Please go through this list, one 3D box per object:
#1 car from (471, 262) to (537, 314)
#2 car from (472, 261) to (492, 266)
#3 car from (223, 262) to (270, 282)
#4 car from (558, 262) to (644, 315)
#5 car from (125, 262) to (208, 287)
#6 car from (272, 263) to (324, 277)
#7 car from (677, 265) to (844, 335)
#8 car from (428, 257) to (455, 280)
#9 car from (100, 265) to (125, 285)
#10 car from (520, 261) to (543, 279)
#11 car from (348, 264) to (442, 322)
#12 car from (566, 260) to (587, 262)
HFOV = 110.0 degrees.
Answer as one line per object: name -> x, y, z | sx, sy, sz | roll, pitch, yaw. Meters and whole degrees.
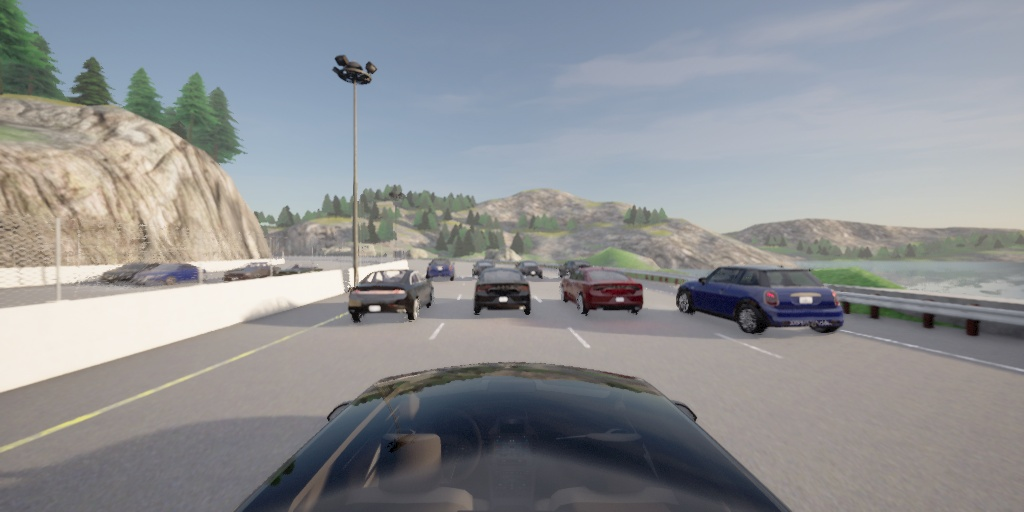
car -> -0.423, 1.158, 13.415 | 1.882, 1.535, 5.008 | 0, 0, -4
car -> -2.289, 1.111, 29.849 | 1.812, 1.442, 4.674 | 0, 0, -9
car -> -19.826, 1.187, 27.814 | 2.033, 1.411, 5.357 | 0, 0, -9
car -> 3.093, 1.150, 13.267 | 1.882, 1.535, 5.008 | 0, 0, -4
car -> -22.857, 1.195, 24.281 | 1.812, 1.442, 4.674 | 0, 0, -8
car -> -16.265, 1.233, 27.638 | 1.895, 1.301, 4.718 | 0, 0, -9
car -> 6.758, 1.032, 10.476 | 2.097, 1.767, 4.553 | 0, 0, -2
car -> -5.657, 0.952, 28.727 | 2.097, 1.767, 4.553 | 0, 0, -8
car -> -26.618, 1.174, 25.820 | 1.837, 1.490, 4.892 | 0, 0, -9
car -> 1.277, 1.104, 29.626 | 1.812, 1.442, 4.674 | 0, 0, -9
car -> -3.845, 1.188, 12.080 | 2.128, 1.511, 4.902 | 0, 0, -4
car -> 5.008, 1.081, 28.415 | 1.837, 1.490, 4.892 | 0, 0, -8
